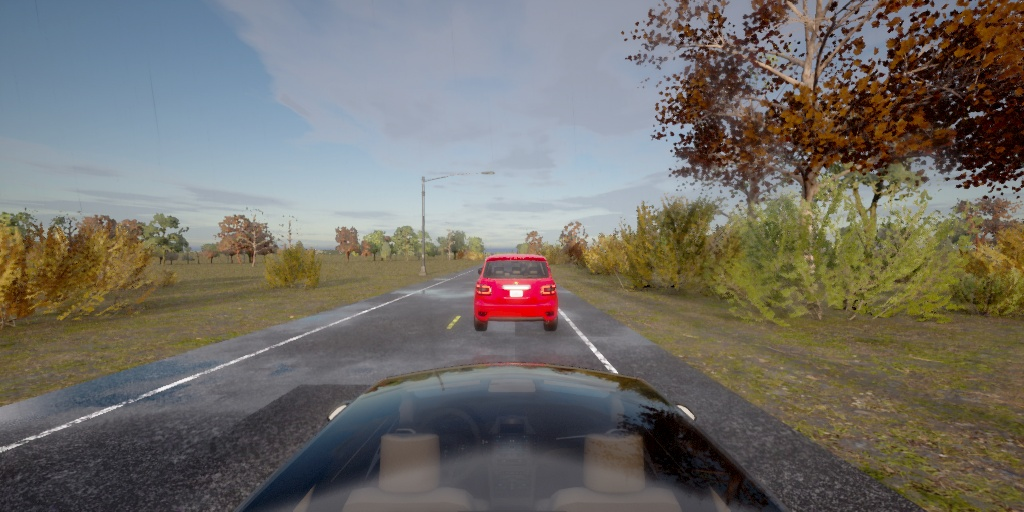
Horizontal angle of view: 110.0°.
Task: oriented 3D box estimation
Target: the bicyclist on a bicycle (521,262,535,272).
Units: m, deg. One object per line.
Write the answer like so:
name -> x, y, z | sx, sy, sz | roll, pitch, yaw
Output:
bicyclist on a bicycle -> 0.945, 1.114, 18.772 | 0.659, 1.776, 1.843 | 0, 0, 0

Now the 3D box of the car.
car -> 0.093, 0.968, 11.066 | 2.150, 2.045, 5.566 | 0, 0, 0
